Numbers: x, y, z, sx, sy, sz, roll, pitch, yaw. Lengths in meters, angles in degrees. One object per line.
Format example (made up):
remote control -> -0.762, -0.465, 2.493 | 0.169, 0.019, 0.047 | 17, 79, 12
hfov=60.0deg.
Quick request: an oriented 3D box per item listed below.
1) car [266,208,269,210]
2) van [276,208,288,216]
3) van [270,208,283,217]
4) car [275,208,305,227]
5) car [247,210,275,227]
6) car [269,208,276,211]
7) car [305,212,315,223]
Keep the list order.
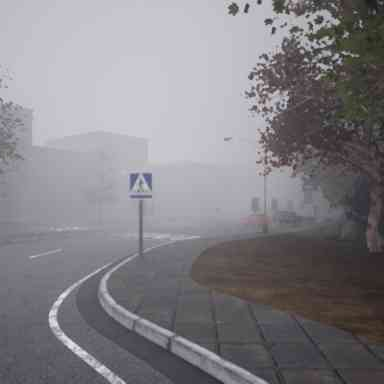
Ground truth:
car -> 17.596, 4.745, 75.617 | 2.435, 2.045, 5.566 | 0, -2, 30
van -> 23.163, 5.177, 85.100 | 1.878, 1.987, 4.442 | 0, -2, 30
van -> 20.356, 4.973, 80.320 | 1.878, 1.987, 4.442 | 0, -2, 30
car -> 13.698, 3.697, 46.163 | 2.150, 2.045, 5.566 | 0, -2, 30
car -> 8.944, 3.639, 44.233 | 2.097, 1.767, 4.553 | 0, -3, 30
car -> 14.821, 3.990, 54.364 | 2.150, 2.045, 5.566 | 0, -2, 31
car -> 19.047, 4.488, 55.396 | 1.895, 1.301, 4.718 | 0, -2, 30
